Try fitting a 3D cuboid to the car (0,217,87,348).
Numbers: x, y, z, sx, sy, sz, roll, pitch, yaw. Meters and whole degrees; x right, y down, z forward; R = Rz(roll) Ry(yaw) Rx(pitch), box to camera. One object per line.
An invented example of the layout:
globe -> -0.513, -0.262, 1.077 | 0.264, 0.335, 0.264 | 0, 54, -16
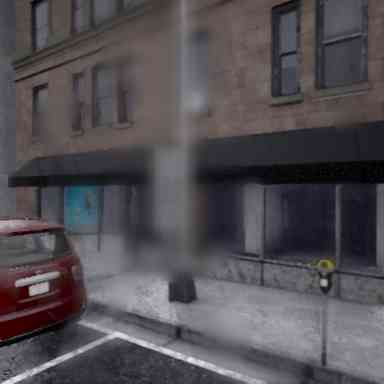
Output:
car -> -3.947, 1.378, 5.761 | 5.009, 1.841, 2.192 | -1, 0, 35
